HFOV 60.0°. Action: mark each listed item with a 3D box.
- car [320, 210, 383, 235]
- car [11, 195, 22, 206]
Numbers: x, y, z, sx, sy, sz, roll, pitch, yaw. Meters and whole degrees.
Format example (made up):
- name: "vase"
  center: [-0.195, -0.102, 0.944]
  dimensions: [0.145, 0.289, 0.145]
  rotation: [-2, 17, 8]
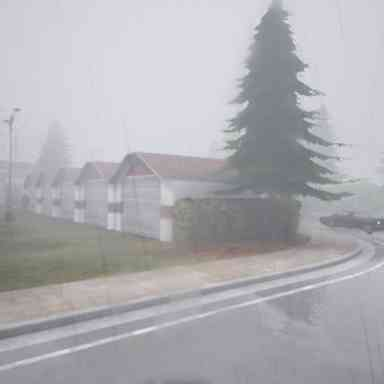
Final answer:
- name: "car"
  center: [10.518, 1.867, 21.197]
  dimensions: [1.895, 1.301, 4.718]
  rotation: [1, -1, -22]
- name: "car"
  center: [-32.206, 1.573, 61.483]
  dimensions: [1.905, 1.878, 3.866]
  rotation: [1, -1, -37]
